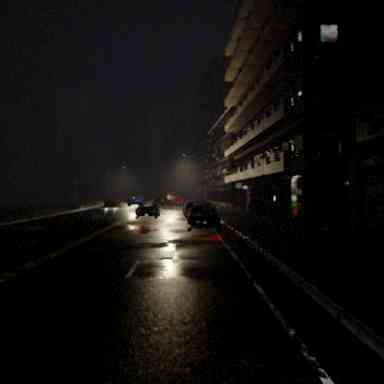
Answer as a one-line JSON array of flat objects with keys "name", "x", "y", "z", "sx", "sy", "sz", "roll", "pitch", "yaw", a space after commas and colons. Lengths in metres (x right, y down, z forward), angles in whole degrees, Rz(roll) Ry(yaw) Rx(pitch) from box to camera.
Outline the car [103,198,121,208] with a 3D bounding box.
[{"name": "car", "x": -11.792, "y": 1.591, "z": 49.506, "sx": 2.033, "sy": 1.411, "sz": 5.357, "roll": 0, "pitch": 0, "yaw": -4}]

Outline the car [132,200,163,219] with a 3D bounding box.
[{"name": "car", "x": -3.888, "y": 1.623, "z": 29.776, "sx": 1.895, "sy": 1.301, "sz": 4.718, "roll": 0, "pitch": 0, "yaw": -3}]

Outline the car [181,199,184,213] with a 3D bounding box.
[{"name": "car", "x": 0.216, "y": 1.548, "z": 30.539, "sx": 1.812, "sy": 1.442, "sz": 4.674, "roll": 0, "pitch": 0, "yaw": -3}]

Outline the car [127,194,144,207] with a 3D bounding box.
[{"name": "car", "x": -8.692, "y": 1.268, "z": 51.522, "sx": 2.150, "sy": 2.045, "sz": 5.566, "roll": 0, "pitch": 0, "yaw": -4}]

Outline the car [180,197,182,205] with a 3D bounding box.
[{"name": "car", "x": -0.098, "y": 1.553, "z": 36.584, "sx": 1.812, "sy": 1.442, "sz": 4.674, "roll": 0, "pitch": 0, "yaw": -3}]

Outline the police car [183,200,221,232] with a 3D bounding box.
[{"name": "police car", "x": 0.618, "y": 1.439, "z": 20.570, "sx": 1.930, "sy": 1.638, "sz": 5.238, "roll": 0, "pitch": 0, "yaw": -2}]

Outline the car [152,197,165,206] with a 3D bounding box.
[{"name": "car", "x": -5.473, "y": 1.573, "z": 54.018, "sx": 1.812, "sy": 1.442, "sz": 4.674, "roll": 0, "pitch": 0, "yaw": -5}]

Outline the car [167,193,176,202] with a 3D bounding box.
[{"name": "car", "x": -4.564, "y": 1.185, "z": 77.048, "sx": 2.150, "sy": 2.045, "sz": 5.566, "roll": 0, "pitch": 0, "yaw": -7}]

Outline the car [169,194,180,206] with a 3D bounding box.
[{"name": "car", "x": -2.336, "y": 1.573, "z": 54.880, "sx": 1.812, "sy": 1.442, "sz": 4.674, "roll": 0, "pitch": 0, "yaw": -5}]
